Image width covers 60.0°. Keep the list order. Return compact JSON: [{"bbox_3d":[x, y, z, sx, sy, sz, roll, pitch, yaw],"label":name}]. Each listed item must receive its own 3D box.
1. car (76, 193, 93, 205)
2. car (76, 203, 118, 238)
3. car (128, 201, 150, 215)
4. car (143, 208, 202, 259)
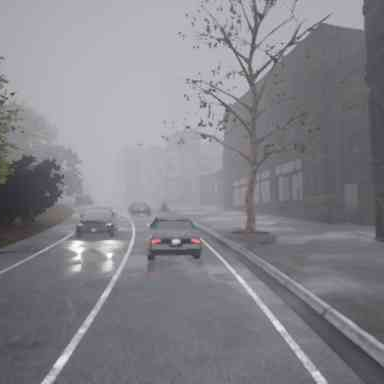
[{"bbox_3d":[-18.405,1.222,56.857,2.150,2.045,5.566,3,-1,-28],"label":"car"},{"bbox_3d":[-5.019,1.538,18.041,1.812,1.442,4.674,1,0,-9],"label":"car"},{"bbox_3d":[-5.652,1.691,35.500,1.994,1.385,4.181,2,-1,-17],"label":"car"},{"bbox_3d":[-0.767,1.581,12.781,2.033,1.411,5.357,0,0,-6],"label":"car"}]
